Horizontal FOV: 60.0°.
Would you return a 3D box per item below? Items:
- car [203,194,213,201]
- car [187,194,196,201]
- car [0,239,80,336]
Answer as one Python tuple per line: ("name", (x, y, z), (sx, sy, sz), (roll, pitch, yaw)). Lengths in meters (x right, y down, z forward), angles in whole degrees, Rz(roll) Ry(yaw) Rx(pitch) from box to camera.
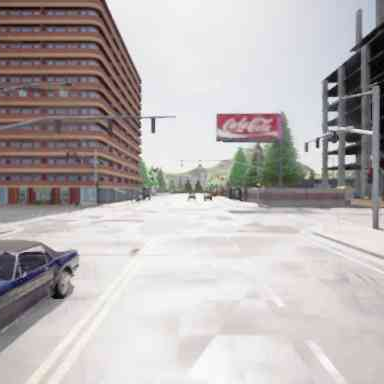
("car", (3.494, 1.088, 73.405), (2.128, 1.511, 4.902), (0, 0, 0))
("car", (-0.006, 1.088, 73.404), (1.812, 1.442, 4.674), (0, 0, 0))
("car", (-3.575, 1.579, 5.624), (1.895, 1.301, 4.718), (0, 0, 0))
